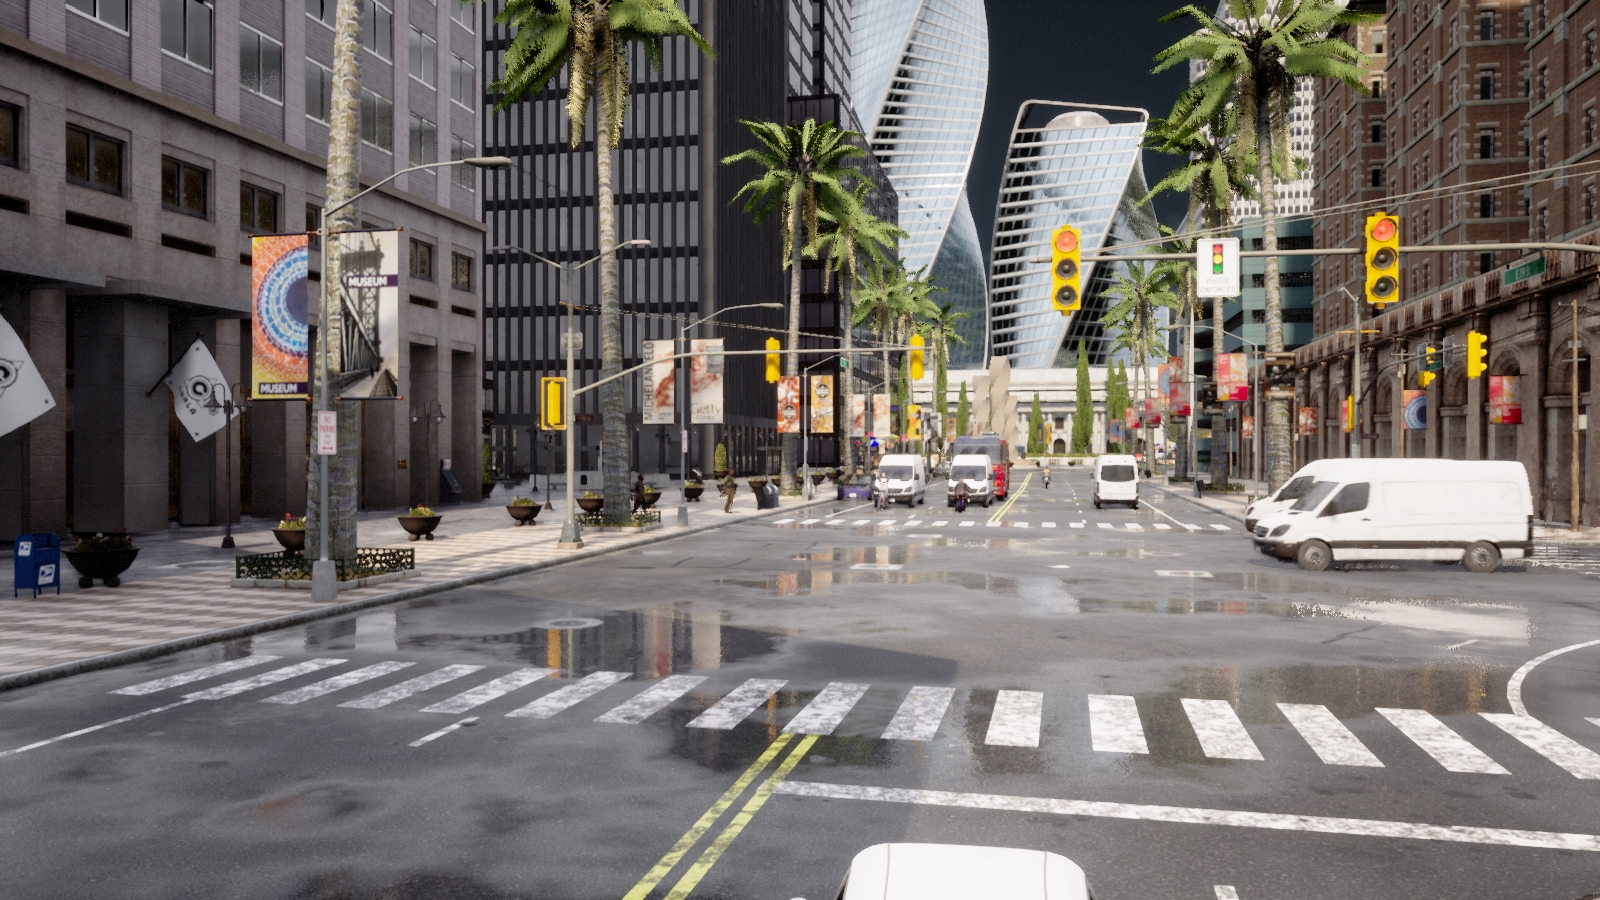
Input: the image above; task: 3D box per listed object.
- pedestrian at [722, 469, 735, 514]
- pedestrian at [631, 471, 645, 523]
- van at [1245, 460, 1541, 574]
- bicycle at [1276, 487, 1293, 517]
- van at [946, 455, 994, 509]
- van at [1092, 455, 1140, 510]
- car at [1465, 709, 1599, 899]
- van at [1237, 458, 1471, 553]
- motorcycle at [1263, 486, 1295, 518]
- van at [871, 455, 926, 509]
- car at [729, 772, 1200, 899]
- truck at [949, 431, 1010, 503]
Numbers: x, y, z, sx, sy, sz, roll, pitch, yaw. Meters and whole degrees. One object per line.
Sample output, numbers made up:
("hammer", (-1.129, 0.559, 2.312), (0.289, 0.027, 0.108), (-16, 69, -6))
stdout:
("pedestrian", (-2.938, 1.697, 46.864), (0.375, 1.860, 0.375), (0, 0, 35))
("pedestrian", (-5.849, 1.697, 41.200), (0.375, 1.860, 0.375), (0, 0, -34))
("van", (13.916, 1.534, 27.134), (5.915, 2.561, 1.988), (0, 0, 6))
("bicycle", (20.524, 2.206, 48.420), (0.373, 1.196, 1.643), (0, 0, 13))
("van", (8.600, 1.534, 57.397), (1.988, 2.561, 5.915), (0, 0, 13))
("van", (15.603, 1.534, 56.625), (1.988, 2.561, 5.915), (0, 0, 13))
("car", (3.753, 1.992, 2.523), (2.152, 1.651, 5.027), (0, 0, 7))
("van", (16.346, 1.534, 33.998), (5.915, 2.561, 1.988), (0, 0, 44))
("motorcycle", (20.463, 2.205, 48.863), (0.867, 1.251, 2.209), (0, 0, 13))
("van", (5.034, 1.534, 57.493), (1.988, 2.561, 5.915), (0, 0, 13))
("car", (0.558, 2.120, 3.851), (1.481, 1.376, 2.207), (0, 0, 9))
("truck", (10.323, 0.890, 65.040), (2.891, 3.827, 8.468), (0, 0, 13))
